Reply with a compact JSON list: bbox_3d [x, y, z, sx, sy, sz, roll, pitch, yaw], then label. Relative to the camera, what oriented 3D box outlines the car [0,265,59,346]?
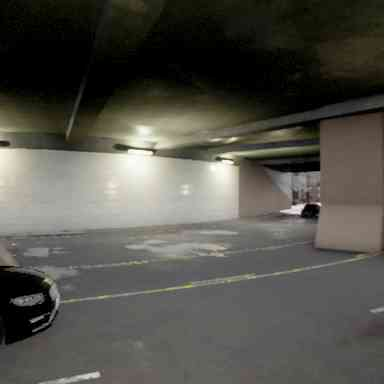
[{"bbox_3d":[-4.656,1.611,5.004,4.902,1.511,2.128,0,-1,-17],"label":"car"}]

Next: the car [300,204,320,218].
[{"bbox_3d":[13.247,2.081,36.895,1.837,1.490,4.892,-1,-1,27],"label":"car"}]
